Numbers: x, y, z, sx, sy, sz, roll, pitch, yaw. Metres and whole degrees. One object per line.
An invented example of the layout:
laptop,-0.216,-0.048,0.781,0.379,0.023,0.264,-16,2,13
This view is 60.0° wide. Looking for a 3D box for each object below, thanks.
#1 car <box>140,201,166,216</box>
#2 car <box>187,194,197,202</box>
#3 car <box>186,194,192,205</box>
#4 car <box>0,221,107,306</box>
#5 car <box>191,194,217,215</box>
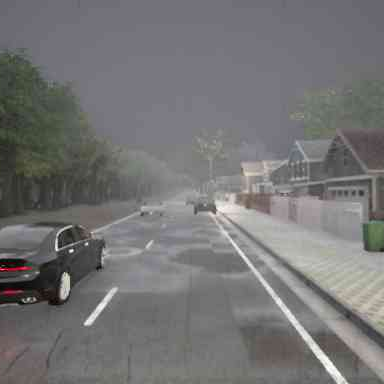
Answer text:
car,-3.400,1.441,29.955,1.895,1.301,4.718,0,0,0
car,0.001,1.204,68.077,2.033,1.411,5.357,0,0,0
car,0.001,1.292,50.757,2.033,1.411,5.357,0,0,0
car,-3.399,1.460,7.923,1.837,1.490,4.892,0,0,0
car,1.225,1.181,32.048,2.097,1.767,4.553,0,0,0
